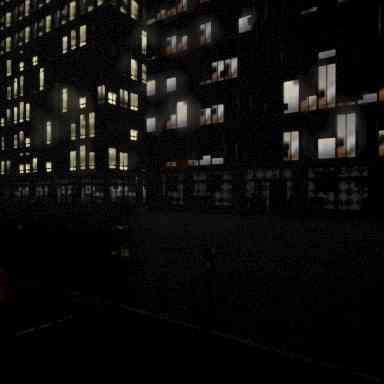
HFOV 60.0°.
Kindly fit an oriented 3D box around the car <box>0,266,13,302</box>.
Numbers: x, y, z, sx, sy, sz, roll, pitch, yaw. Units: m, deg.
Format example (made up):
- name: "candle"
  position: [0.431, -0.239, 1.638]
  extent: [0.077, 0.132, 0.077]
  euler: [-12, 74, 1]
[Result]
- name: "car"
  position: [-5.549, 1.526, 6.846]
  extent: [4.829, 1.417, 1.752]
  euler: [0, 0, 36]
